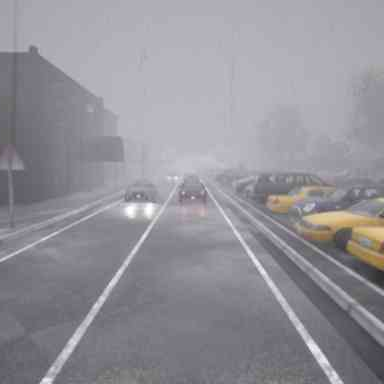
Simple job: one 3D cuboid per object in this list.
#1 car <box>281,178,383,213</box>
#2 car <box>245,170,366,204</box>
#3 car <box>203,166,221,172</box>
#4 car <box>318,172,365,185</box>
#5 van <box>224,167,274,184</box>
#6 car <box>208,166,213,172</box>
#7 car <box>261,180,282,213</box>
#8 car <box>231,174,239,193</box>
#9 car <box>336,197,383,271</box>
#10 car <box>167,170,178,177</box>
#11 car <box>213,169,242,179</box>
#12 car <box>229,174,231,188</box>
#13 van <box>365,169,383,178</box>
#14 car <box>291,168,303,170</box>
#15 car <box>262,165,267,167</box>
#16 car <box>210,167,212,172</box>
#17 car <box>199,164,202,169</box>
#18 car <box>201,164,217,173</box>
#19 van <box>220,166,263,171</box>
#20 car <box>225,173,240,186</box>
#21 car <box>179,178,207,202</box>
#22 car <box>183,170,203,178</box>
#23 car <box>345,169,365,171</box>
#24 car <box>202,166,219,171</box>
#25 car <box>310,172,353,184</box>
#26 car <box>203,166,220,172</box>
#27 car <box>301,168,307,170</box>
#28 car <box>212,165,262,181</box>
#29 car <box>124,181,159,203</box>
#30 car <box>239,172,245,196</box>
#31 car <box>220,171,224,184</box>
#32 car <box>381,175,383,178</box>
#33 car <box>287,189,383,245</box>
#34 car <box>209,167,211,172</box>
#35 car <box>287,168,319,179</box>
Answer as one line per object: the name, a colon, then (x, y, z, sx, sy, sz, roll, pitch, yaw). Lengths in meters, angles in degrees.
car: (6.124, 0.497, 12.871, 4.553, 1.767, 2.185, 0, 4, 0)
car: (6.084, -0.064, 18.496, 5.566, 2.045, 2.435, 0, 4, 0)
car: (5.354, -6.111, 89.399, 4.792, 1.488, 2.163, 0, 6, -1)
car: (18.453, -1.664, 41.319, 4.792, 1.488, 2.163, 0, 5, 0)
van: (6.061, -1.389, 35.537, 4.442, 1.987, 1.878, 0, 5, 0)
car: (5.808, -3.528, 60.759, 4.792, 1.488, 2.163, 0, 5, 0)
car: (6.259, 0.402, 15.699, 5.366, 1.575, 1.946, 0, 4, 0)
car: (5.995, -0.467, 26.967, 5.008, 1.535, 2.097, 0, 4, 0)
car: (6.315, 1.056, 7.247, 5.366, 1.575, 1.946, 0, 4, 0)
car: (-3.682, -3.661, 63.992, 1.895, 1.301, 4.718, 0, 5, 0)
car: (5.818, -2.983, 55.133, 4.674, 1.452, 2.002, 0, 5, 0)
car: (5.979, -0.645, 29.787, 4.674, 1.452, 2.002, 0, 4, 0)
van: (18.435, -0.908, 29.904, 4.442, 1.987, 1.878, 0, 4, 0)
car: (18.407, -2.763, 52.560, 5.008, 1.535, 2.097, 0, 5, 0)
car: (18.424, -5.723, 83.959, 4.553, 1.767, 2.185, 0, 6, -1)
car: (6.020, -2.758, 52.317, 5.366, 1.575, 1.946, 0, 5, 0)
car: (5.164, -5.875, 86.624, 5.366, 1.575, 1.946, 0, 6, -1)
car: (5.389, -5.577, 84.001, 4.674, 1.452, 2.002, 1, 6, 0)
van: (6.025, -1.909, 41.043, 4.442, 1.987, 1.878, 0, 5, 0)
car: (5.966, -0.869, 32.613, 4.674, 1.452, 2.002, 0, 4, 0)
car: (0.050, -0.096, 23.688, 1.895, 1.301, 4.718, 0, 5, 0)
car: (-0.064, -1.609, 40.295, 2.128, 1.511, 4.902, 0, 5, 0)
car: (18.473, -1.676, 38.481, 5.566, 2.045, 2.435, 0, 5, 0)
car: (5.244, -6.649, 94.939, 4.792, 1.488, 2.163, 0, 6, -1)
car: (18.435, -1.932, 44.130, 4.792, 1.488, 2.163, 0, 5, 0)
car: (5.301, -6.370, 92.170, 4.674, 1.452, 2.002, 0, 6, -1)
car: (18.455, -2.215, 46.814, 4.892, 1.521, 2.231, 0, 5, 0)
car: (5.862, -2.202, 43.853, 5.566, 2.045, 2.435, 0, 5, 0)
car: (-3.403, -0.090, 23.112, 1.994, 1.385, 4.181, 0, 5, 0)
car: (6.050, -0.375, 24.140, 4.553, 1.767, 2.185, 0, 4, 0)
car: (5.929, -1.377, 38.255, 4.674, 1.452, 2.002, 0, 5, 0)
car: (18.603, -0.435, 27.106, 4.792, 1.488, 2.163, 0, 4, 0)
car: (5.925, 0.837, 10.062, 5.366, 1.575, 1.946, 0, 4, 0)
car: (5.800, -3.250, 57.945, 4.674, 1.452, 2.002, 0, 5, 0)
car: (18.364, -3.144, 55.235, 4.553, 1.767, 2.185, 0, 5, 0)
